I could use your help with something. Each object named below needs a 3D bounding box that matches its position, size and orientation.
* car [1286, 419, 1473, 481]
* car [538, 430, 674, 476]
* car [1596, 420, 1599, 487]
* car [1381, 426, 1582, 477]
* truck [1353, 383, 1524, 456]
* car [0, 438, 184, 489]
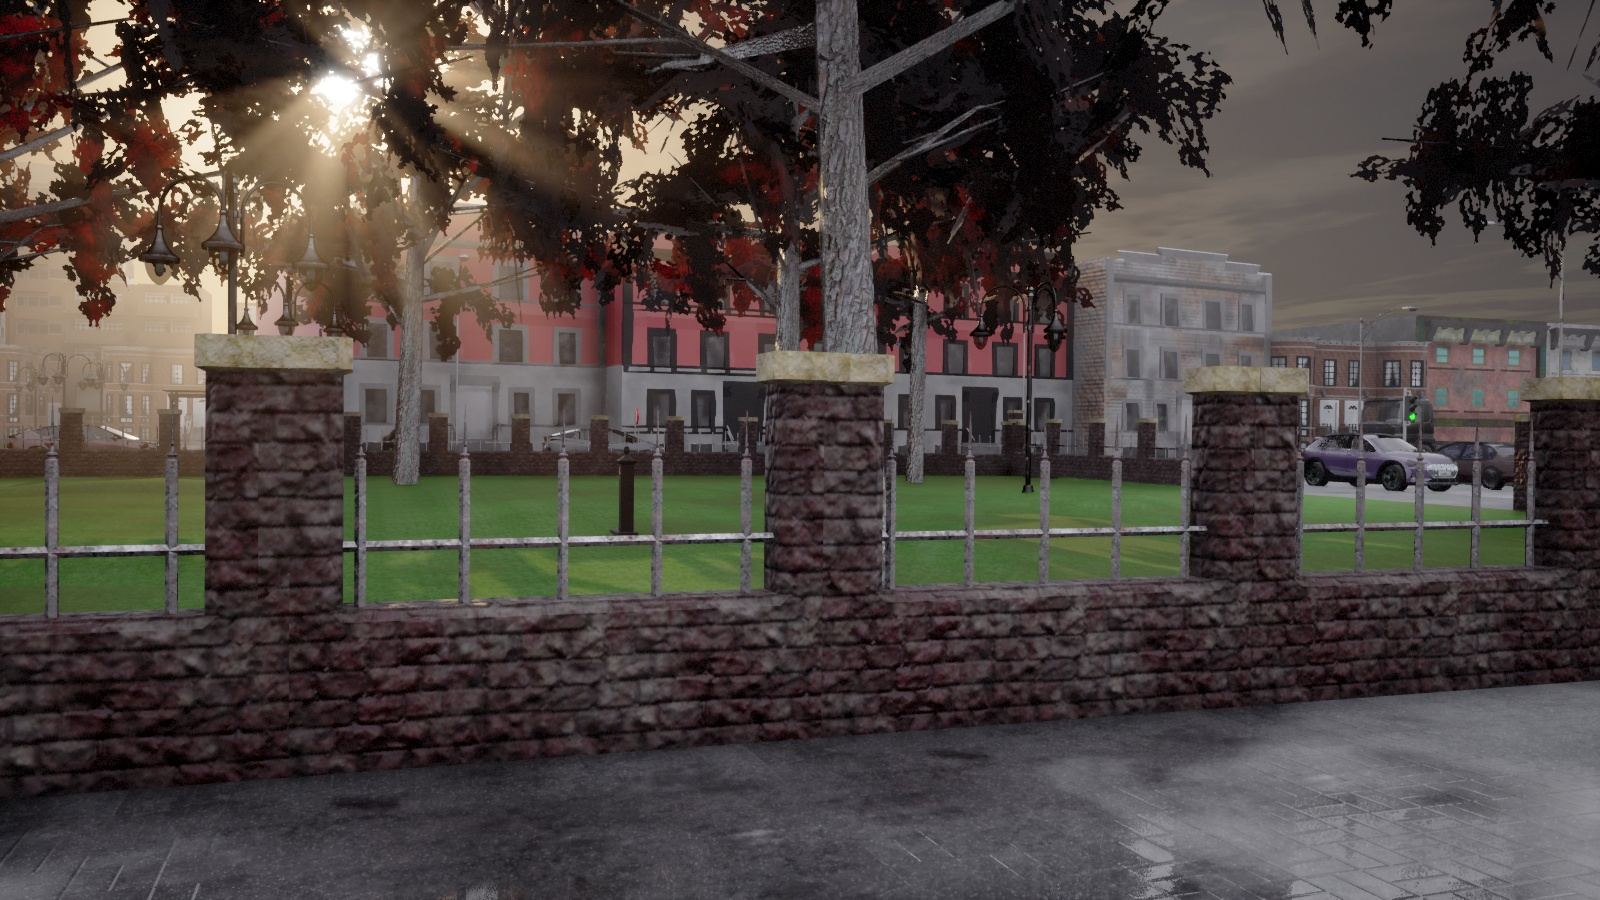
[{"bbox_3d":[16.602,-0.041,36.265,2.033,1.649,4.856,-1,1,-21],"label":"car"},{"bbox_3d":[-6.960,0.089,44.948,4.514,1.525,2.007,-1,1,-18],"label":"car"},{"bbox_3d":[19.865,0.094,26.833,2.007,1.525,4.514,-1,1,-21],"label":"car"},{"bbox_3d":[20.378,0.009,37.881,2.033,1.411,5.357,-1,1,-19],"label":"car"},{"bbox_3d":[31.763,-1.543,62.450,7.936,3.462,2.891,-1,1,-19],"label":"truck"},{"bbox_3d":[-22.266,0.393,39.680,4.792,1.488,2.163,-1,1,-19],"label":"car"}]
